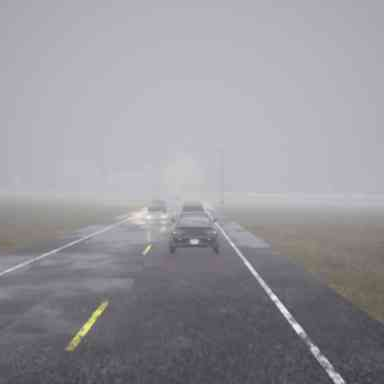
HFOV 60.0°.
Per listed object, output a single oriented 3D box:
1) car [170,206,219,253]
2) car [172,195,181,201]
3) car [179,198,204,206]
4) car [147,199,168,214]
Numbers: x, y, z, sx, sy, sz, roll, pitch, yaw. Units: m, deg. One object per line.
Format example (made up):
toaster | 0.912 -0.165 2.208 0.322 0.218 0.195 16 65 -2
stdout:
car | 0.087 1.537 13.709 1.812 1.442 4.674 0 0 0
car | -3.540 1.358 76.949 1.882 1.535 5.008 0 0 0
car | 0.080 1.503 29.680 1.882 1.535 5.008 0 0 0
car | -3.613 1.538 35.683 1.837 1.490 4.892 0 -1 0
